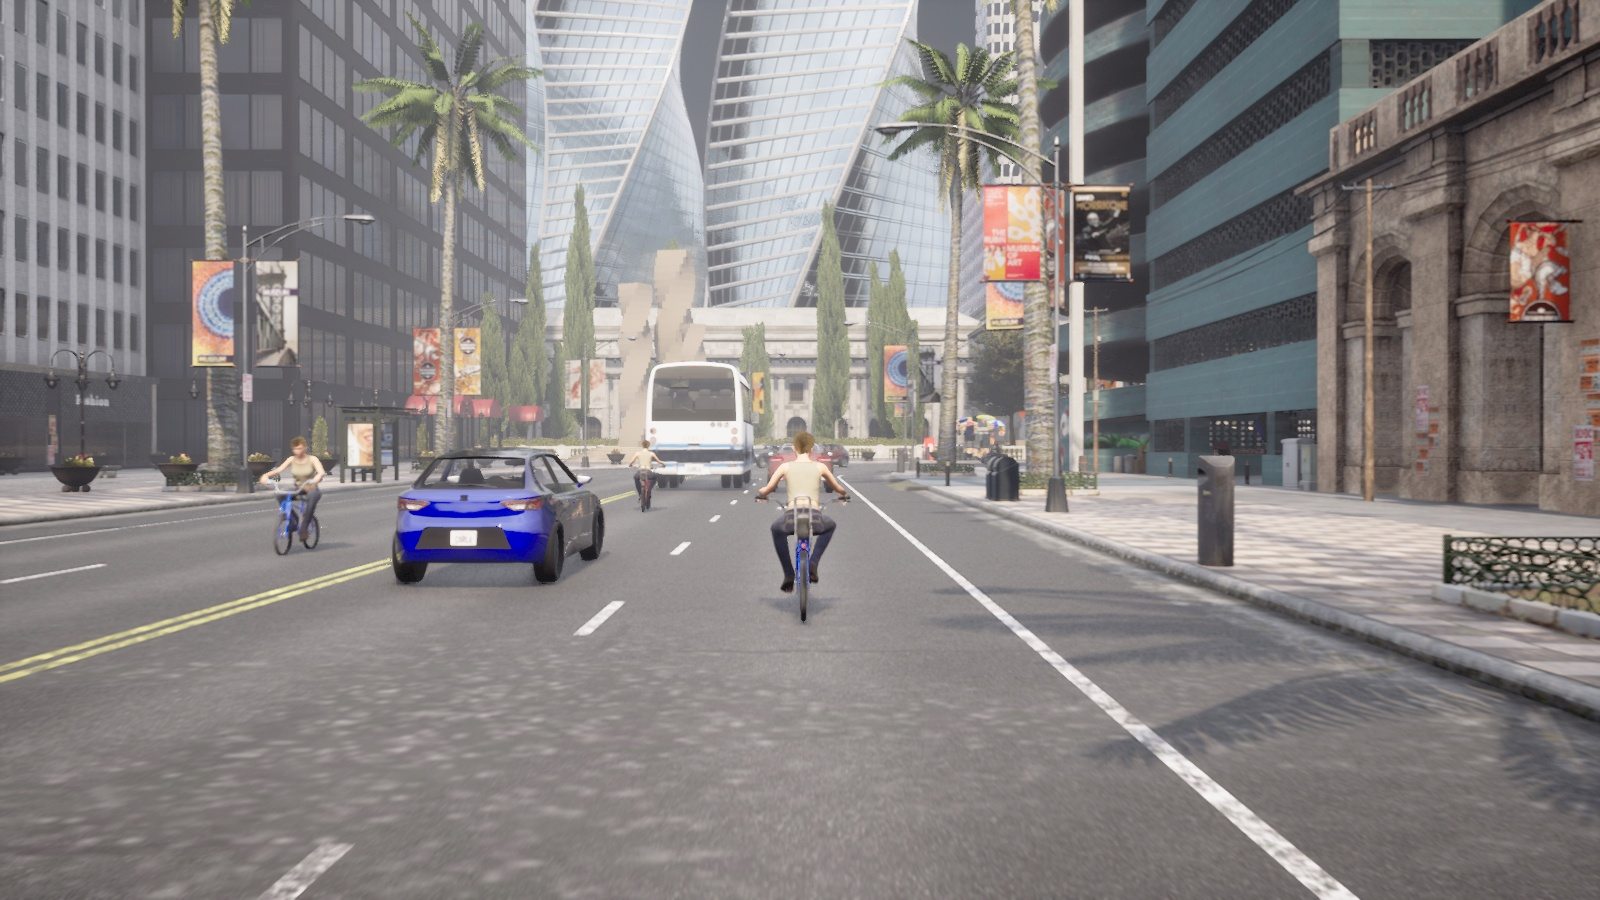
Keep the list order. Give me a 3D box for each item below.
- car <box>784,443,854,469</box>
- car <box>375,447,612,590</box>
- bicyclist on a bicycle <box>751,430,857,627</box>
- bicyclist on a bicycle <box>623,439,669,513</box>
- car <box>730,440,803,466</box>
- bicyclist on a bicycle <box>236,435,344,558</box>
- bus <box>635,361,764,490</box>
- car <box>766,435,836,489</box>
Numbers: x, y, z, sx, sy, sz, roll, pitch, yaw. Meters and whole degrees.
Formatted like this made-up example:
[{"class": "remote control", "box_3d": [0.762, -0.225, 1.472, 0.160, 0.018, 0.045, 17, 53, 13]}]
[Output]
[{"class": "car", "box_3d": [1.261, 0.361, 81.751, 2.033, 1.649, 4.856, 0, 0, 39]}, {"class": "car", "box_3d": [-3.477, 0.699, 15.066, 1.816, 1.474, 4.193, 0, 0, 0]}, {"class": "bicyclist on a bicycle", "box_3d": [0.028, 0.640, 11.058, 0.866, 1.612, 1.509, 0, 0, 0]}, {"class": "bicyclist on a bicycle", "box_3d": [-3.469, 0.571, 28.378, 0.866, 1.612, 1.509, 0, 0, 0]}, {"class": "car", "box_3d": [-2.204, 0.202, 82.959, 2.152, 1.651, 5.027, 0, 0, 37]}, {"class": "bicyclist on a bicycle", "box_3d": [-6.971, 0.611, 17.258, 0.866, 1.612, 1.509, 0, 0, 0]}, {"class": "bus", "box_3d": [-3.470, -0.813, 46.569, 3.944, 4.253, 10.273, 0, 0, 0]}, {"class": "car", "box_3d": [0.028, 0.365, 41.337, 2.152, 1.651, 5.027, 0, 0, 0]}]
